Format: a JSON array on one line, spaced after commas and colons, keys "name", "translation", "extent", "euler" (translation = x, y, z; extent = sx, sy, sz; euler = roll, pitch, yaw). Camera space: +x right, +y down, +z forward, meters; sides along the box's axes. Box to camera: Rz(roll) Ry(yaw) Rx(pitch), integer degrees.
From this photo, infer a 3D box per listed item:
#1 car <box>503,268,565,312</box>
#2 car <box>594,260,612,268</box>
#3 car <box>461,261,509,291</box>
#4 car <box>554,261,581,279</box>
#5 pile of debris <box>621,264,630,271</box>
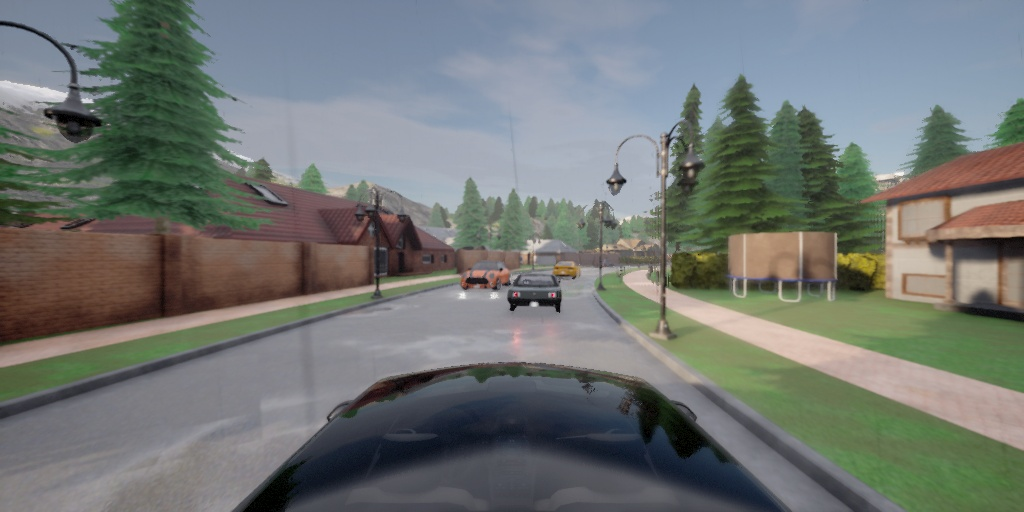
[{"name": "car", "translation": [1.017, 1.338, 14.310], "extent": [1.895, 1.301, 4.718], "euler": [0, 0, 7]}, {"name": "car", "translation": [15.420, 1.291, 60.623], "extent": [1.994, 1.385, 4.181], "euler": [0, 0, 36]}, {"name": "car", "translation": [-1.486, 1.071, 21.545], "extent": [2.097, 1.767, 4.553], "euler": [0, 0, 11]}, {"name": "car", "translation": [4.949, 1.201, 31.827], "extent": [1.882, 1.535, 5.008], "euler": [0, 0, 17]}, {"name": "pile of debris", "translation": [19.087, 1.918, 59.797], "extent": [1.500, 0.140, 1.860], "euler": [0, 0, 37]}]
